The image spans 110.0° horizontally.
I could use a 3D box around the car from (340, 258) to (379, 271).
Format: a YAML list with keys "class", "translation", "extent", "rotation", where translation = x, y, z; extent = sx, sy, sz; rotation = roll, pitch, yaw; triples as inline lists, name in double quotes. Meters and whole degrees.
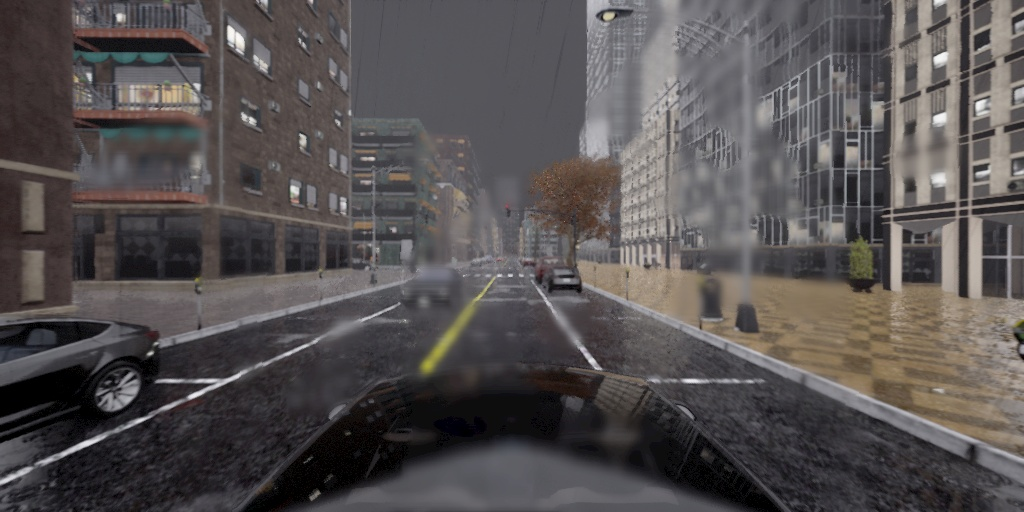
- class: "car"
  translation: [-16.433, 0.901, 38.226]
  extent: [4.403, 1.370, 2.007]
  rotation: [0, 0, -1]

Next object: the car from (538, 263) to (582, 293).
- class: "car"
  translation: [2.692, 1.221, 19.732]
  extent: [1.948, 1.339, 4.313]
  rotation: [0, 0, 0]

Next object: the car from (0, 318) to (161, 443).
- class: "car"
  translation: [-5.690, 1.308, 3.164]
  extent: [1.948, 1.339, 4.313]
  rotation: [0, 0, 0]

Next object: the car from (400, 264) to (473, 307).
- class: "car"
  translation: [-3.094, 1.225, 15.278]
  extent: [2.033, 1.411, 5.357]
  rotation: [0, 0, 0]

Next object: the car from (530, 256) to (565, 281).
- class: "car"
  translation: [2.693, 0.942, 25.255]
  extent: [2.192, 1.841, 5.009]
  rotation: [0, 0, 0]

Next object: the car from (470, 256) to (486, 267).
- class: "car"
  translation: [-5.686, 1.023, 57.642]
  extent: [2.007, 1.370, 4.403]
  rotation: [0, 0, 0]

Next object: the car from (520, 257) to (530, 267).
- class: "car"
  translation: [2.694, 1.017, 57.642]
  extent: [1.888, 1.381, 4.507]
  rotation: [0, 0, 0]
